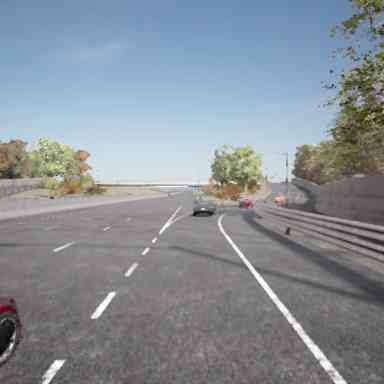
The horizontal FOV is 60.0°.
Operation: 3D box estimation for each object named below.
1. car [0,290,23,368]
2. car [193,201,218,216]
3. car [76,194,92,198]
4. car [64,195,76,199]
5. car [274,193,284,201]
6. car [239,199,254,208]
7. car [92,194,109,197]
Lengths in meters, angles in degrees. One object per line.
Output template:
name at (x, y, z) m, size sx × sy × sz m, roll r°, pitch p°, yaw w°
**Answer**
car at (-3.402, 1.564, 3.055) m, size 1.994 × 1.385 × 4.181 m, roll 0°, pitch 0°, yaw 0°
car at (1.374, 1.577, 32.825) m, size 1.994 × 1.385 × 4.181 m, roll 0°, pitch -1°, yaw 10°
car at (-24.496, 1.363, 77.127) m, size 2.097 × 1.767 × 4.553 m, roll 0°, pitch 0°, yaw 0°
car at (-27.996, 1.533, 77.097) m, size 2.128 × 1.511 × 4.902 m, roll 0°, pitch 0°, yaw 0°
car at (22.818, 1.670, 87.746) m, size 2.097 × 1.767 × 4.553 m, roll 0°, pitch 3°, yaw 20°
car at (9.687, 2.048, 58.092) m, size 1.882 × 1.535 × 5.008 m, roll 0°, pitch -1°, yaw 25°
car at (-20.996, 1.603, 77.067) m, size 1.895 × 1.301 × 4.718 m, roll 0°, pitch 0°, yaw 0°
